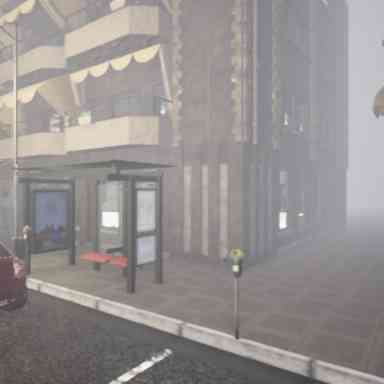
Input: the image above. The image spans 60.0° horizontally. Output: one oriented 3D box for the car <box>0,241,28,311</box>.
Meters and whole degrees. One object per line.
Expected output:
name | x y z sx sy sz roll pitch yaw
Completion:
car | -5.049 1.432 6.481 4.097 1.590 1.967 0 0 36
